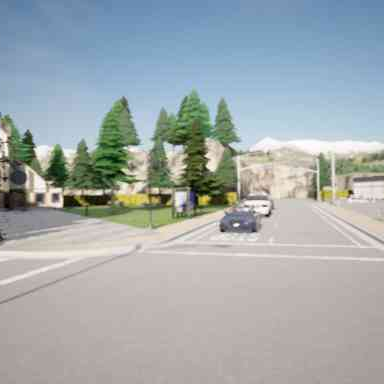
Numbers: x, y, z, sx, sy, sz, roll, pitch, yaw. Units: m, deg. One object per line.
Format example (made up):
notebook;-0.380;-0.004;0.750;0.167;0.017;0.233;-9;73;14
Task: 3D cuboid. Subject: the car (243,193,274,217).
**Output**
car;5.977;1.140;30.126;2.150;2.045;5.566;-1;0;16

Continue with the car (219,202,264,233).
car;2.866;1.535;19.348;1.994;1.385;4.181;-1;0;17
